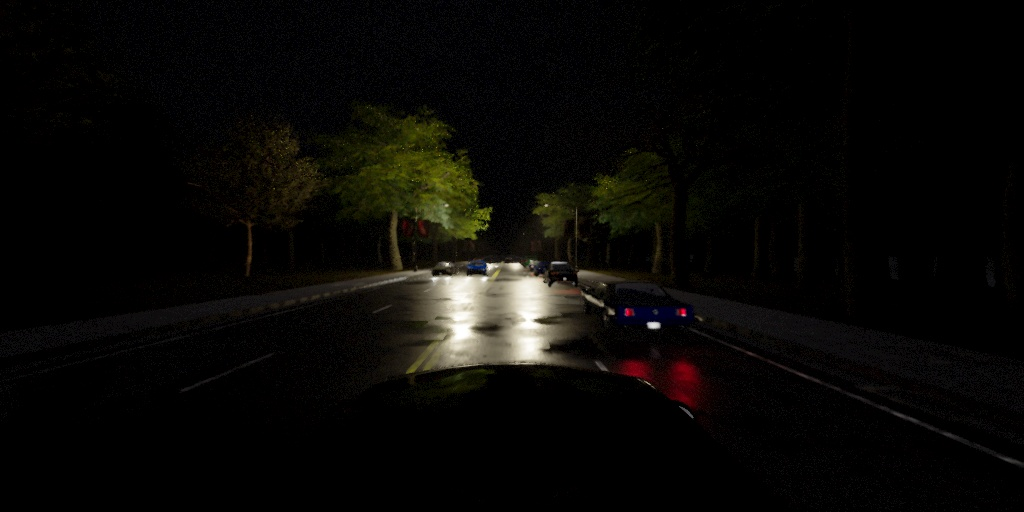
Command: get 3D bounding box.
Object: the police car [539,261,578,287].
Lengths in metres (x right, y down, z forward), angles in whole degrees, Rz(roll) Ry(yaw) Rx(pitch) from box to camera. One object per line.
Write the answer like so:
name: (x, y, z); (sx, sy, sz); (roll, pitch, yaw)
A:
police car: (3.201, 1.174, 24.410); (1.930, 1.638, 5.238); (0, 0, 0)

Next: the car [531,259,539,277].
car: (3.142, 1.270, 35.311); (1.812, 1.442, 4.674); (0, 0, 0)

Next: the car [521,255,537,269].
car: (2.951, 0.924, 57.361); (2.150, 2.045, 5.566); (0, 0, -1)

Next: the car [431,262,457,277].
car: (-6.710, 1.292, 36.166); (2.033, 1.411, 5.357); (0, 0, 0)

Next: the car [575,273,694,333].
car: (3.342, 1.350, 10.652); (1.895, 1.301, 4.718); (0, 0, 0)

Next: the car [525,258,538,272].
car: (3.058, 1.330, 46.352); (1.895, 1.301, 4.718); (0, 0, 0)

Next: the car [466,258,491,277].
car: (-3.459, 1.222, 36.251); (1.882, 1.535, 5.008); (0, 0, 0)
